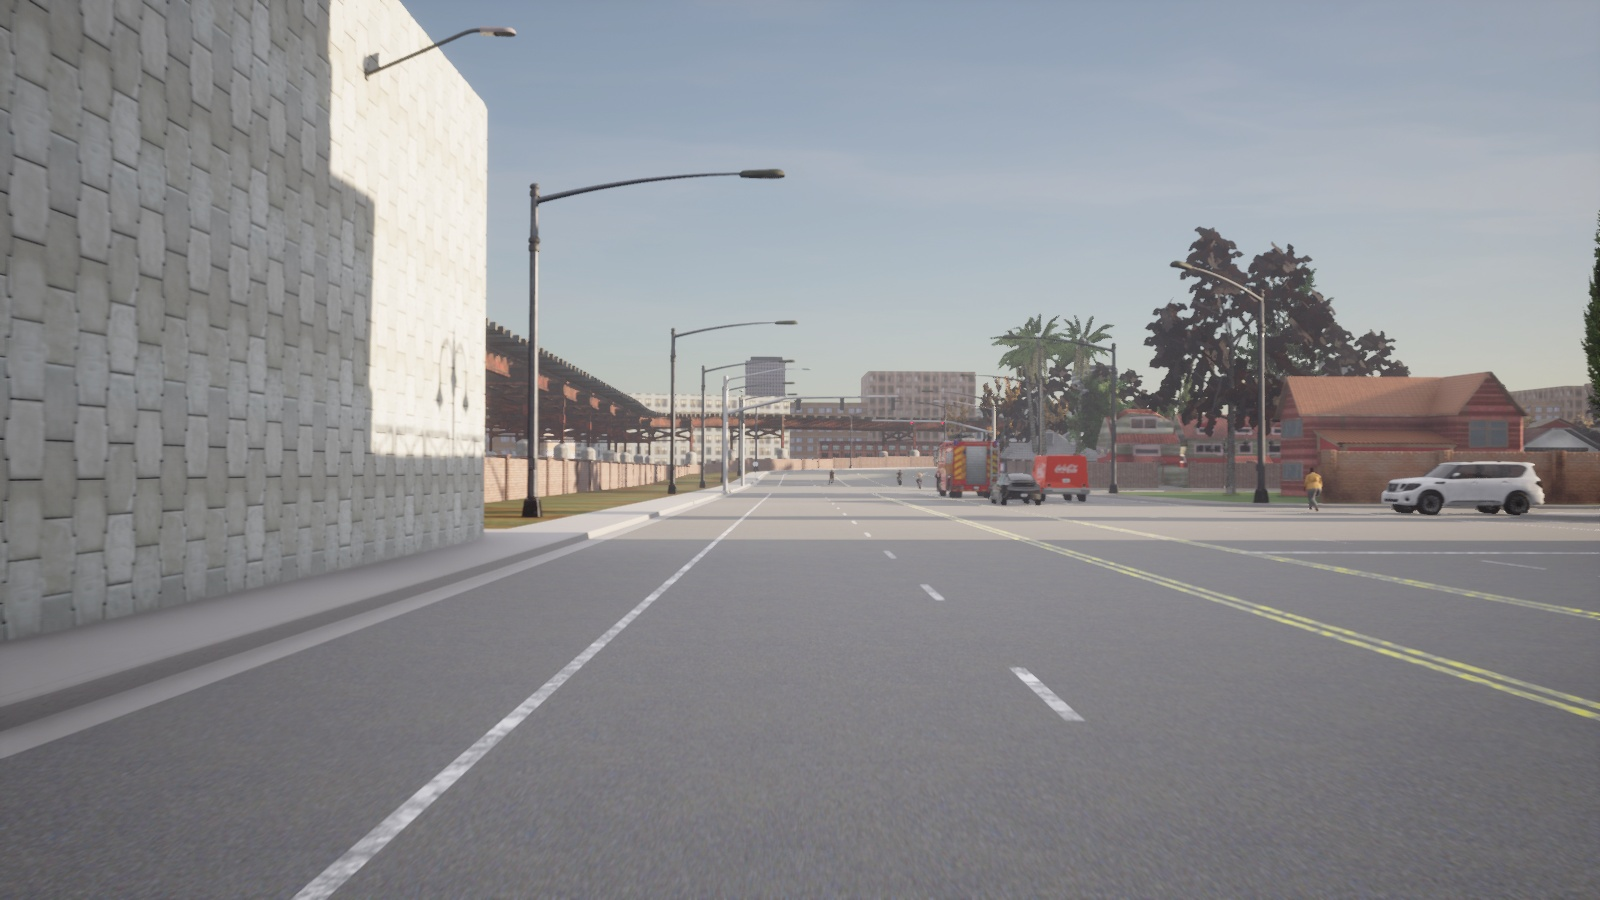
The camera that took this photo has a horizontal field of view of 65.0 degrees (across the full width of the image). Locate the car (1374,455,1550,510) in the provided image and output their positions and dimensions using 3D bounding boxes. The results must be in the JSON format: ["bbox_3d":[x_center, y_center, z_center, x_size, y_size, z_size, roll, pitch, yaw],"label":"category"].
[{"bbox_3d":[25.098,1.235,47.744,5.566,2.045,2.150,0,-1,-1],"label":"car"}]

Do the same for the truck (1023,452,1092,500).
[{"bbox_3d":[13.822,1.408,67.793,2.627,2.467,5.204,0,-1,0],"label":"truck"}]

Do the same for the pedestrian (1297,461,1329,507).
[{"bbox_3d":[20.813,1.387,50.924,0.874,1.855,0.900,0,-1,-3],"label":"pedestrian"}]

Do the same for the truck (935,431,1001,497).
[{"bbox_3d":[10.297,0.909,77.827,2.891,3.827,8.468,0,-1,0],"label":"truck"}]

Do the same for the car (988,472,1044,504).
[{"bbox_3d":[10.314,1.788,60.332,1.837,1.490,4.892,0,-1,0],"label":"car"}]
